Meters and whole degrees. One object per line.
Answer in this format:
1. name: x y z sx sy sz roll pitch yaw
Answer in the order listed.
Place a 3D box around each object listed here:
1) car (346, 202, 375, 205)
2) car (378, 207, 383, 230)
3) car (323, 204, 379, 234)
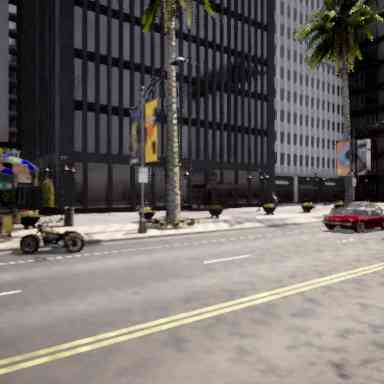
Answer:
1. car: 12.663 1.497 25.288 4.892 1.521 2.231 0 0 -35
2. car: 11.580 1.489 16.548 5.008 1.535 1.882 0 0 -35
3. car: 9.829 1.613 19.598 4.718 1.301 1.895 0 0 -35
